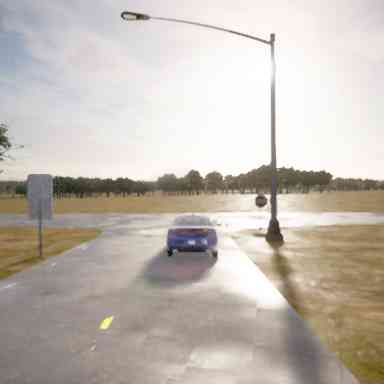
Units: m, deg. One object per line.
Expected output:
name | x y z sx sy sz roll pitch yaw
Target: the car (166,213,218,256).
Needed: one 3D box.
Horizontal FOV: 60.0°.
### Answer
car | 0.069 1.596 13.800 1.882 1.535 5.008 0 -1 2
